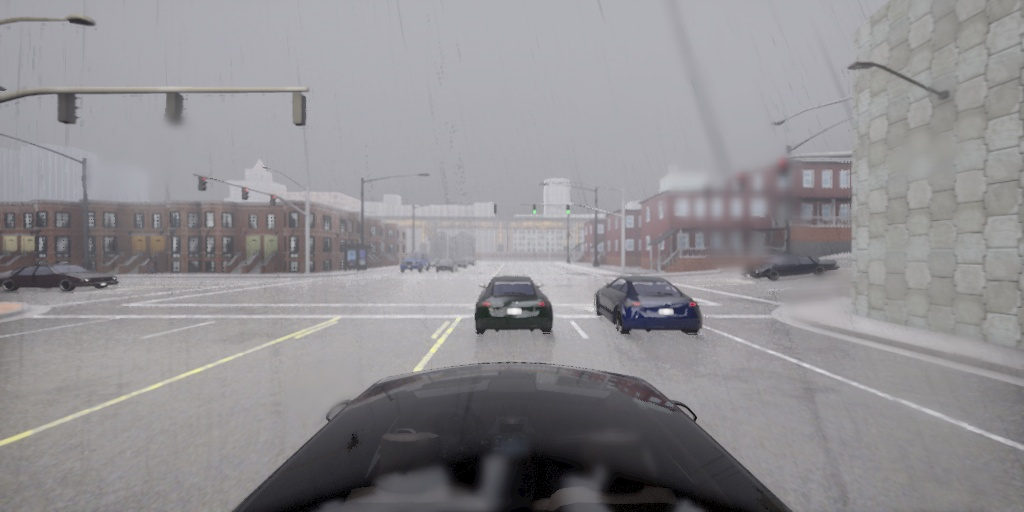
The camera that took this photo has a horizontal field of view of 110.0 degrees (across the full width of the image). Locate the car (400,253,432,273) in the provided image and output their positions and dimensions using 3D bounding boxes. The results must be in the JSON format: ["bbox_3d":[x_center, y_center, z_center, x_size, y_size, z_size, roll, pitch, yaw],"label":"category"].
[{"bbox_3d":[-10.571,0.704,39.588,2.150,2.045,5.566,0,0,0],"label":"car"}]

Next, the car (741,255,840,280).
[{"bbox_3d":[18.210,0.700,23.565,5.357,1.411,2.033,-5,0,0],"label":"car"}]

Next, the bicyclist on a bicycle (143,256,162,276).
[{"bbox_3d":[-30.800,0.848,30.725,0.582,1.620,1.656,0,1,0],"label":"bicyclist on a bicycle"}]

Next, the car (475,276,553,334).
[{"bbox_3d":[-0.021,1.252,10.418,1.994,1.385,4.181,0,0,-2],"label":"car"}]

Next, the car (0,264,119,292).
[{"bbox_3d":[-25.172,1.170,19.756,5.357,1.411,2.033,0,0,0],"label":"car"}]

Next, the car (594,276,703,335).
[{"bbox_3d":[3.677,1.253,10.374,1.994,1.385,4.181,0,0,2],"label":"car"}]

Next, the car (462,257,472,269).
[{"bbox_3d":[-7.063,0.982,48.464,1.994,1.385,4.181,0,0,0],"label":"car"}]

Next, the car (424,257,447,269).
[{"bbox_3d":[-10.556,0.902,49.826,2.128,1.511,4.902,0,0,0],"label":"car"}]

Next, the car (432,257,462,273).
[{"bbox_3d":[-7.073,0.989,39.356,1.837,1.490,4.892,0,0,0],"label":"car"}]

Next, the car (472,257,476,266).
[{"bbox_3d":[-7.016,0.852,58.765,1.837,1.490,4.892,0,0,0],"label":"car"}]
